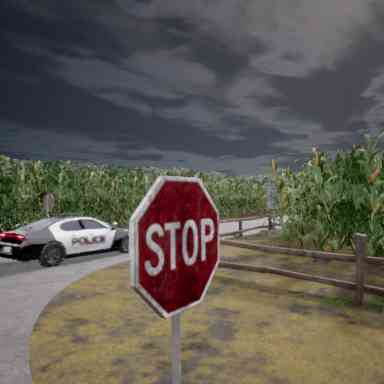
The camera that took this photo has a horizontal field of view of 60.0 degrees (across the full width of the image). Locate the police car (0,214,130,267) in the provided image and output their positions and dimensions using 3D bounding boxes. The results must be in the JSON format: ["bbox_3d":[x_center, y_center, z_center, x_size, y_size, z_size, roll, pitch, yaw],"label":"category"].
[{"bbox_3d":[-4.014,1.563,11.787,2.038,1.542,4.974,-2,-2,37],"label":"police car"}]
